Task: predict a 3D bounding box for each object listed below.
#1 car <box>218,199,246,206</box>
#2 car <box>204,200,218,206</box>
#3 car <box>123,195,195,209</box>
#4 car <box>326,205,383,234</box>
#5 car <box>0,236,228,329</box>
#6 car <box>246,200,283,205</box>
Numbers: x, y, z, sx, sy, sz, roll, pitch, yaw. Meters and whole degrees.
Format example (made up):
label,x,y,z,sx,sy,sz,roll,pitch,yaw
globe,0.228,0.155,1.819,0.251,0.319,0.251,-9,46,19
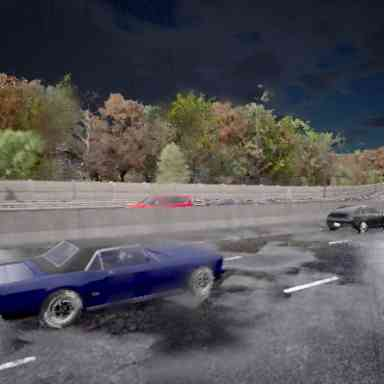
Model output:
label,x,y,z,sx,sy,sz,roll,pitch,yaw
car,5.462,1.586,37.951,4.181,1.385,1.994,0,0,-35
car,3.946,1.571,41.167,5.357,1.411,2.033,0,0,-35
car,-2.343,1.228,23.807,5.566,2.045,2.150,0,0,-35
car,9.777,1.516,19.305,4.892,1.490,1.837,0,0,-35
car,-1.527,1.601,6.951,4.718,1.301,1.895,0,0,-35
car,8.243,1.588,35.632,4.181,1.385,1.994,0,0,-35
